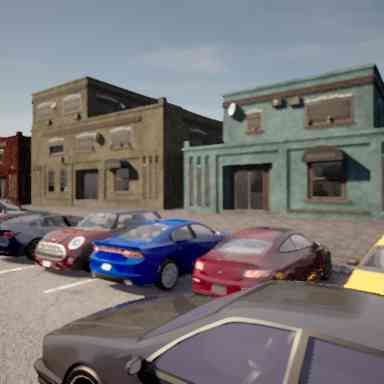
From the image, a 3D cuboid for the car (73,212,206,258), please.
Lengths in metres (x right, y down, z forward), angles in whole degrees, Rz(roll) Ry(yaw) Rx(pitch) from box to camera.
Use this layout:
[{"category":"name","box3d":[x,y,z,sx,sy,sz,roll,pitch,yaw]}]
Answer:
[{"category":"car","box3d":[-0.437,1.481,9.271,2.097,1.535,5.008,0,0,36]}]

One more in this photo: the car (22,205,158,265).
[{"category":"car","box3d":[-2.658,1.362,10.905,2.185,1.767,4.553,0,0,36]}]

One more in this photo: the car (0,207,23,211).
[{"category":"car","box3d":[-7.162,1.541,14.087,2.002,1.452,4.674,0,0,36]}]

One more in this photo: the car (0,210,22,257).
[{"category":"car","box3d":[-4.901,1.524,12.509,2.163,1.488,4.792,0,0,36]}]

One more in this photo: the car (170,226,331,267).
[{"category":"car","box3d":[1.805,1.519,7.670,2.002,1.452,4.674,0,0,36]}]

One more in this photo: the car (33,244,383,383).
[{"category":"car","box3d":[0.925,1.546,2.718,5.357,1.411,2.033,0,0,36]}]

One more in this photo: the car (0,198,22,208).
[{"category":"car","box3d":[-9.387,1.258,15.718,2.435,2.045,5.566,0,0,36]}]
